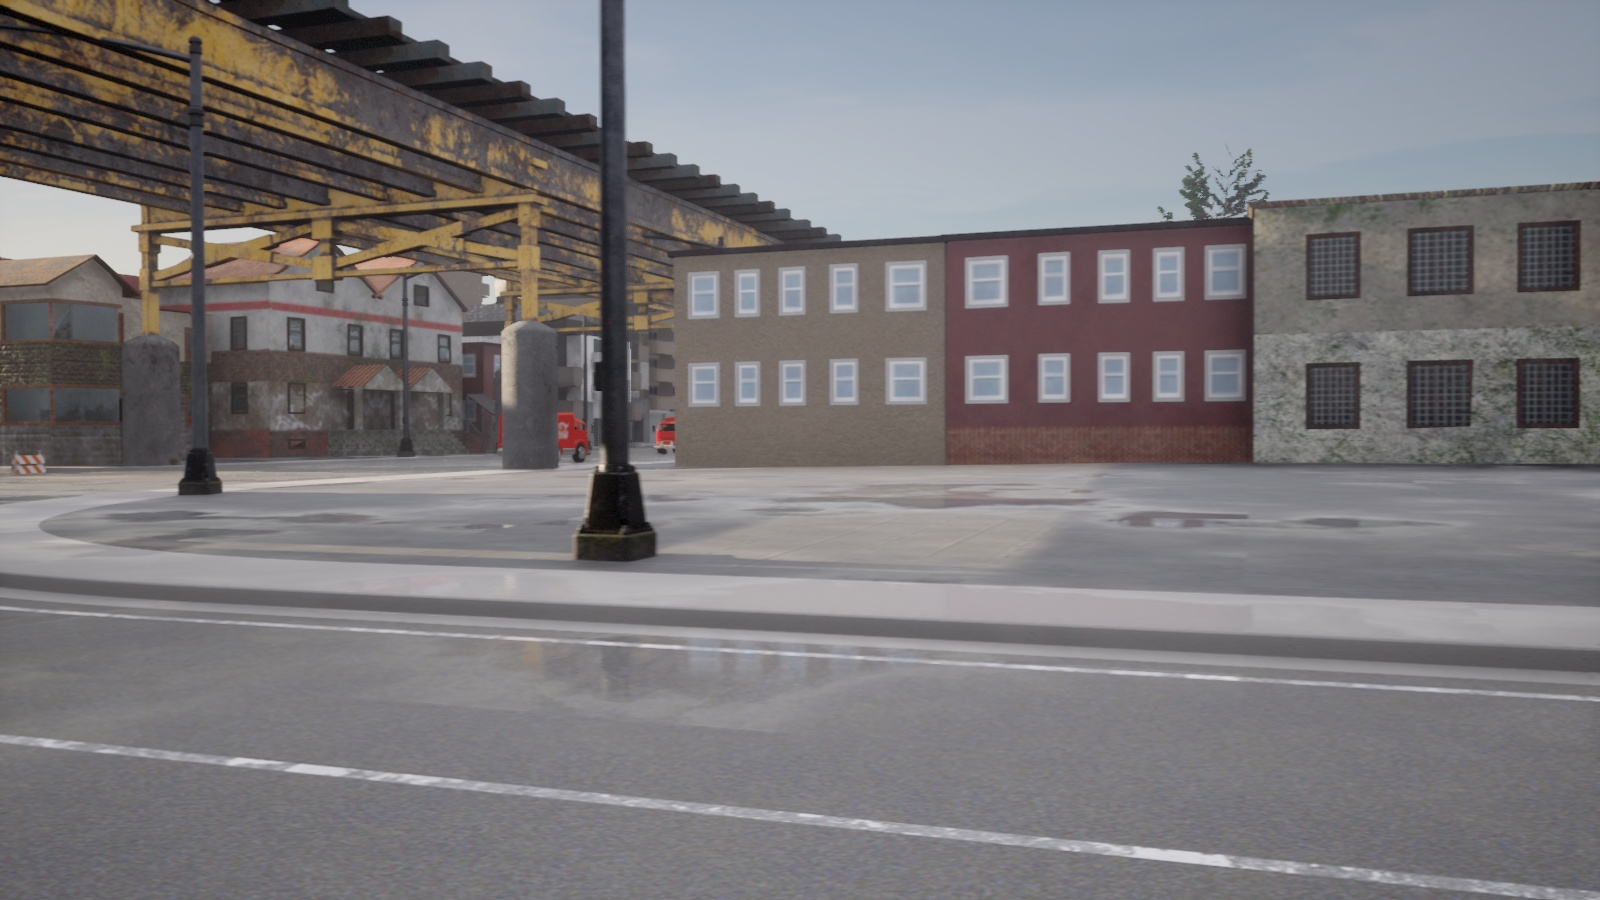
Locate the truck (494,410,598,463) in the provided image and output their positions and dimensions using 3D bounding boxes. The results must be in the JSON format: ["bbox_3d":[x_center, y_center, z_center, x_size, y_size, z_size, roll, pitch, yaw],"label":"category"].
[{"bbox_3d":[-12.298,-0.684,61.136,2.627,2.467,5.204,1,1,20],"label":"truck"}]

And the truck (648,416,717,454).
[{"bbox_3d":[-7.797,-1.033,83.904,2.627,2.467,5.204,1,1,20],"label":"truck"}]
